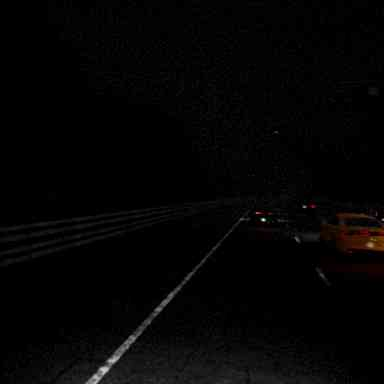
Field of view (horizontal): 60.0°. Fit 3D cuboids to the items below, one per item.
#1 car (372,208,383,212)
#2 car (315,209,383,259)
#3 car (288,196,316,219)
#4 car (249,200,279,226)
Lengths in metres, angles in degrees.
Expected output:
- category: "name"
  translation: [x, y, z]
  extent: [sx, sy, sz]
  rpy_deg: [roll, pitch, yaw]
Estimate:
- category: "car"
  translation: [11.482, 1.731, 20.054]
  extent: [2.128, 1.511, 4.902]
  rpy_deg: [1, 0, 12]
- category: "car"
  translation: [6.435, 1.605, 13.402]
  extent: [1.882, 1.535, 5.008]
  rpy_deg: [1, 0, 12]
- category: "car"
  translation: [10.550, 1.435, 32.052]
  extent: [2.150, 2.045, 5.566]
  rpy_deg: [1, 0, 12]
- category: "car"
  translation: [5.286, 1.593, 24.506]
  extent: [1.837, 1.490, 4.892]
  rpy_deg: [1, 0, 13]
